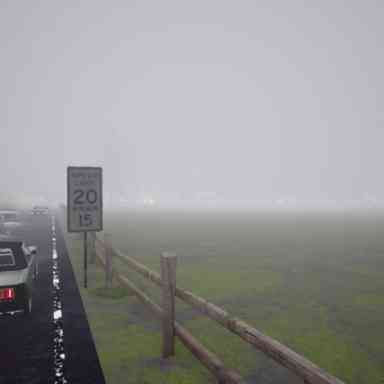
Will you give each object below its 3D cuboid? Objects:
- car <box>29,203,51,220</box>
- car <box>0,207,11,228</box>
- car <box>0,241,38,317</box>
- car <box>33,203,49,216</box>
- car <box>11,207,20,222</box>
[{"bbox_3d":[-16.137,2.164,35.197,2.033,1.411,5.357,0,-1,-22],"label":"car"},{"bbox_3d":[-14.196,1.979,23.124,2.033,1.411,5.357,0,-1,-23],"label":"car"},{"bbox_3d":[-4.439,1.723,7.249,1.895,1.301,4.718,0,-1,-23],"label":"car"},{"bbox_3d":[-20.097,2.289,44.497,1.837,1.490,4.892,0,-1,-23],"label":"car"},{"bbox_3d":[-18.054,2.159,32.400,1.994,1.385,4.181,0,-1,-22],"label":"car"}]
